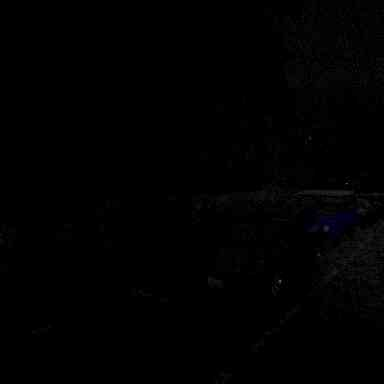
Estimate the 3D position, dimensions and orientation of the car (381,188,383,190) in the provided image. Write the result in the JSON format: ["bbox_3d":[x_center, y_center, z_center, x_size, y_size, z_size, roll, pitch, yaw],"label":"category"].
[{"bbox_3d":[14.233,0.614,25.165,1.752,1.417,4.829,4,4,35],"label":"car"}]

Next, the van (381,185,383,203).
[{"bbox_3d":[20.663,0.165,34.136,1.690,1.788,3.998,4,4,35],"label":"van"}]

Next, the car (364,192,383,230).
[{"bbox_3d":[7.908,0.877,16.323,1.752,1.417,4.829,4,4,35],"label":"car"}]

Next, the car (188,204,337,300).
[{"bbox_3d":[1.681,1.177,7.620,1.947,1.339,4.313,4,4,35],"label":"car"}]

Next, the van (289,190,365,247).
[{"bbox_3d":[4.851,0.821,12.029,1.690,1.788,3.998,4,4,35],"label":"van"}]

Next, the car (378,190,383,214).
[{"bbox_3d":[11.168,0.782,20.884,1.947,1.339,4.313,4,4,35],"label":"car"}]
